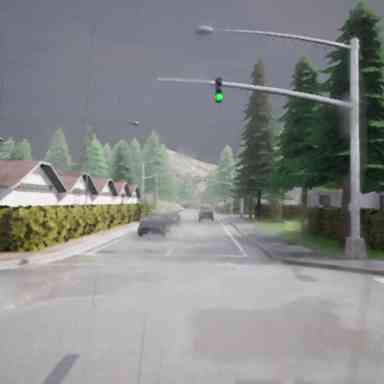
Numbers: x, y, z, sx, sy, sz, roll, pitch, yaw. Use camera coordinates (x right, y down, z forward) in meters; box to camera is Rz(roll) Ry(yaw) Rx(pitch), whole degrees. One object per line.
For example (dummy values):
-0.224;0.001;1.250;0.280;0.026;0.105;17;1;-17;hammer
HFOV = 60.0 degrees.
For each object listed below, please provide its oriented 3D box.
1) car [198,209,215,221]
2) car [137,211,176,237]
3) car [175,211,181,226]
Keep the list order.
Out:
1.794;2.888;42.190;1.837;1.490;4.892;0;-2;2;car
-2.599;2.342;24.014;2.033;1.411;5.357;0;-2;2;car
-2.201;2.660;33.918;1.994;1.385;4.181;0;-2;3;car
